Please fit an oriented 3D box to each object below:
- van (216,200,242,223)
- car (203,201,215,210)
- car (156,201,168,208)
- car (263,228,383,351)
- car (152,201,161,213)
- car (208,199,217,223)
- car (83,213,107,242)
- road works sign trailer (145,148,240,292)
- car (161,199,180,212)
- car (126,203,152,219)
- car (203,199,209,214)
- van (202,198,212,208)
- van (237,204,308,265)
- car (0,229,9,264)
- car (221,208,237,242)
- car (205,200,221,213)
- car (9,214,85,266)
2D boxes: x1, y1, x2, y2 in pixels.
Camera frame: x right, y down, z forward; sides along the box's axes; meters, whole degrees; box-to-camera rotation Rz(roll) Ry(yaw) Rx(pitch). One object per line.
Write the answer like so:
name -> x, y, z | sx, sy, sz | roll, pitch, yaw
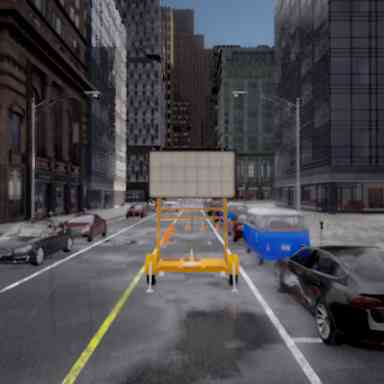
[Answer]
van -> 2.852, 1.632, 23.286 | 1.690, 1.788, 3.998 | 0, -1, 0
car -> 2.856, 2.272, 57.174 | 1.802, 1.307, 4.206 | 0, -1, 0
car -> -5.669, 2.318, 62.822 | 1.947, 1.339, 4.313 | 0, -1, 0
car -> 2.853, 1.646, 6.339 | 1.947, 1.339, 4.313 | 0, -1, 0
car -> -5.669, 2.144, 45.875 | 1.802, 1.307, 4.206 | 0, -1, 0
car -> 2.853, 1.675, 28.935 | 2.192, 1.841, 5.009 | 0, -1, 0
car -> -5.672, 1.802, 17.632 | 1.802, 1.307, 4.206 | 0, -1, 0
road works sign trailer -> 0.003, 0.581, 9.244 | 2.380, 3.560, 2.880 | 0, -1, 0
car -> -3.017, 1.830, 49.578 | 2.150, 2.045, 5.566 | 0, -1, 0
car -> -5.671, 1.973, 34.579 | 1.887, 1.381, 4.507 | 0, -1, 0
car -> 2.854, 1.811, 40.231 | 2.192, 1.841, 5.009 | 0, -1, 0
van -> 2.856, 2.093, 62.825 | 1.690, 1.788, 3.998 | 0, -1, 0
van -> 2.851, 1.491, 11.990 | 1.690, 1.788, 3.998 | 0, -1, 0
car -> -5.673, 1.520, 6.338 | 1.967, 1.590, 4.097 | 0, -1, 0
car -> 2.853, 1.765, 17.636 | 1.887, 1.381, 4.507 | 0, -1, 0
car -> 2.855, 2.002, 45.878 | 1.967, 1.590, 4.097 | 0, -1, 0
car -> -5.672, 1.701, 11.985 | 2.008, 1.369, 4.403 | 0, -1, 0
